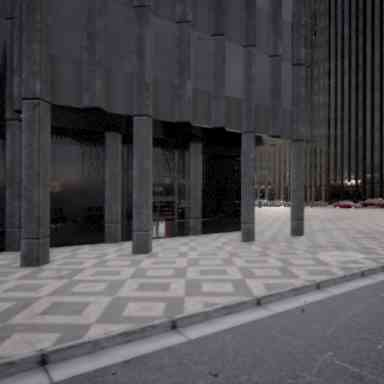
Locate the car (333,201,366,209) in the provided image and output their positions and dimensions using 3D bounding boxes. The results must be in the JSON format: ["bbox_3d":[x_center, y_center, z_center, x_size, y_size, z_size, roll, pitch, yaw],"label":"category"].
[{"bbox_3d":[27.469,2.341,58.612,1.887,1.381,4.507,-1,-1,-36],"label":"car"}]

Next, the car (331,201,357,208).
[{"bbox_3d":[31.131,2.491,68.152,1.887,1.381,4.507,-1,-1,-36],"label":"car"}]

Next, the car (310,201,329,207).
[{"bbox_3d":[27.848,2.623,72.750,1.802,1.307,4.206,-1,-1,-35],"label":"car"}]

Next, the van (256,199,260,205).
[{"bbox_3d":[18.008,2.666,86.526,1.690,1.788,3.998,-1,-1,-36],"label":"van"}]

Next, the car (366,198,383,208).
[{"bbox_3d":[34.406,2.168,63.562,2.192,1.841,5.009,-1,-1,-36],"label":"car"}]

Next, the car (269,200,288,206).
[{"bbox_3d":[21.289,2.671,81.932,1.967,1.590,4.097,-1,-1,-36],"label":"car"}]

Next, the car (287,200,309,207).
[{"bbox_3d":[24.571,2.681,77.338,1.887,1.381,4.507,-1,-1,-36],"label":"car"}]

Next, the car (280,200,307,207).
[{"bbox_3d":[20.910,2.534,67.797,2.008,1.369,4.403,-1,-1,-36],"label":"car"}]

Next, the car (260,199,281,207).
[{"bbox_3d":[17.630,2.630,72.389,2.008,1.369,4.403,-1,-1,-36],"label":"car"}]
